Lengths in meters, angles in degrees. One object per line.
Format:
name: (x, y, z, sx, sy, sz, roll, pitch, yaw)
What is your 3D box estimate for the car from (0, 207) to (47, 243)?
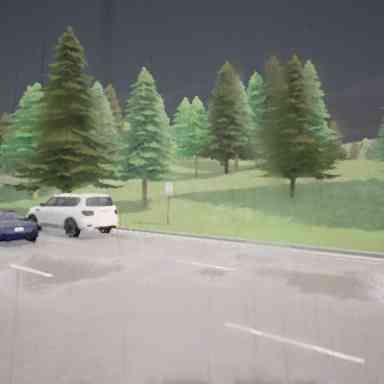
car: (-8.504, 1.439, 14.394, 4.181, 1.385, 1.994, 1, 0, 36)

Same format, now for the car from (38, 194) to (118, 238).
car: (-6.216, 1.101, 17.062, 5.566, 2.045, 2.150, 1, 0, 36)
